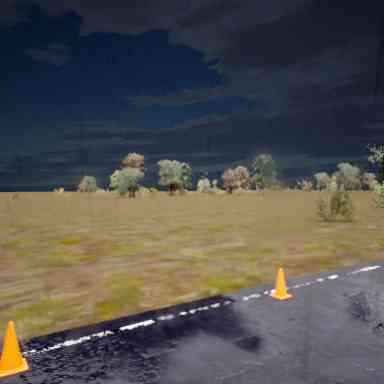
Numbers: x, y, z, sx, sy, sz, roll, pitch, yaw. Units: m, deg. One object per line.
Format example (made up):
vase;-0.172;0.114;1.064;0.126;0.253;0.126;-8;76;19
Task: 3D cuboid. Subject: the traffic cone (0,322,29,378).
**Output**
traffic cone;-2.289;1.943;4.217;0.340;0.580;0.340;0;0;-35

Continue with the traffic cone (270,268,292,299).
traffic cone;1.894;1.916;7.076;0.340;0.580;0.340;0;0;-34
